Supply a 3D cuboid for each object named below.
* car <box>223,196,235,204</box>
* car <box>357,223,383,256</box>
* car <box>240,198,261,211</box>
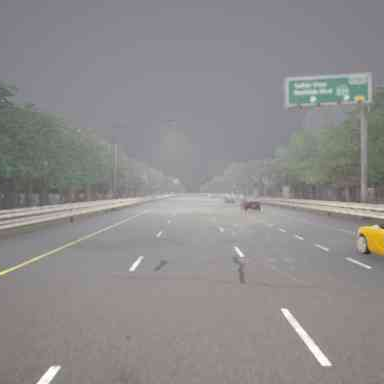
[{"bbox_3d":[7.087,1.526,63.851,2.033,1.411,5.357,0,0,0],"label":"car"},{"bbox_3d":[7.008,1.475,10.300,1.882,1.535,5.008,0,0,0],"label":"car"},{"bbox_3d":[7.054,1.463,40.494,1.882,1.535,5.008,0,0,0],"label":"car"}]
